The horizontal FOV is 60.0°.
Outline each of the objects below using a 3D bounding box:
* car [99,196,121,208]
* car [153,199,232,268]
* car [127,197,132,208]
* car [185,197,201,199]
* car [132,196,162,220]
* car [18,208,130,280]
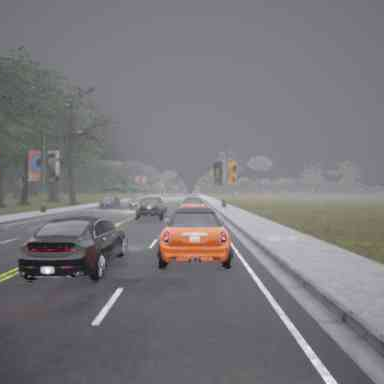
[{"bbox_3d":[-9.833,1.275,40.135,1.837,1.490,4.892,0,0,0],"label":"car"},{"bbox_3d":[0.085,1.289,11.219,2.097,1.767,4.553,0,0,0],"label":"car"},{"bbox_3d":[-6.583,1.262,40.134,2.128,1.511,4.902,0,0,0],"label":"car"},{"bbox_3d":[0.091,1.200,26.739,2.097,1.767,4.553,0,0,0],"label":"car"},{"bbox_3d":[-3.159,1.200,26.736,2.097,1.767,4.553,0,0,0],"label":"car"},{"bbox_3d":[-3.173,1.451,9.718,1.837,1.490,4.892,0,0,0],"label":"car"}]
